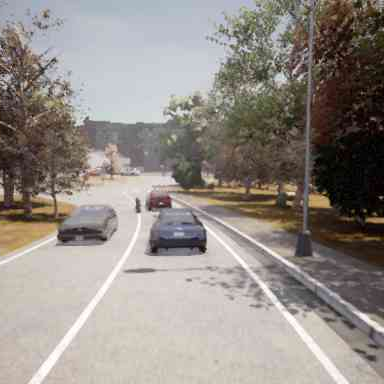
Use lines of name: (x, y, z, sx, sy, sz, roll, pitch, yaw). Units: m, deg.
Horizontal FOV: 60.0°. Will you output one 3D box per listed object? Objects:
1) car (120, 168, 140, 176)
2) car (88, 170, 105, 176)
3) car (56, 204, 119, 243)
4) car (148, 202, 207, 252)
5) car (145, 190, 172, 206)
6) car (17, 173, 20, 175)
car: (-15.878, -5.156, 85.215, 5.566, 2.045, 2.150, 2, 6, 24)
car: (-24.284, -4.837, 83.947, 4.553, 1.767, 2.097, -1, 6, -3)
car: (-4.440, 1.268, 15.001, 2.033, 1.411, 5.357, -1, 1, -5)
car: (-0.593, 1.305, 12.811, 1.994, 1.385, 4.181, -1, 1, -5)
car: (-2.898, 0.589, 28.380, 1.882, 1.535, 5.008, -1, 4, -11)
car: (-39.720, -4.224, 76.172, 2.097, 1.767, 4.553, 4, 6, 34)
